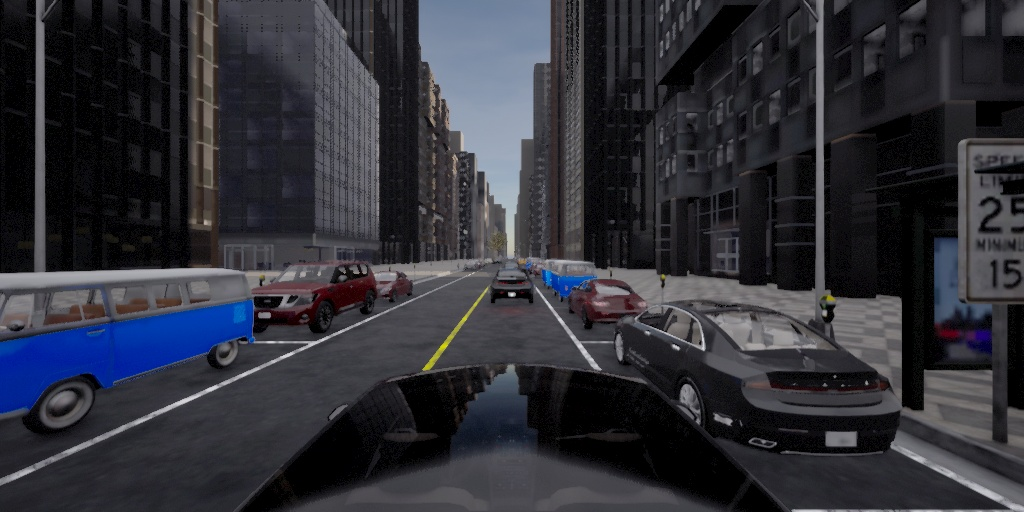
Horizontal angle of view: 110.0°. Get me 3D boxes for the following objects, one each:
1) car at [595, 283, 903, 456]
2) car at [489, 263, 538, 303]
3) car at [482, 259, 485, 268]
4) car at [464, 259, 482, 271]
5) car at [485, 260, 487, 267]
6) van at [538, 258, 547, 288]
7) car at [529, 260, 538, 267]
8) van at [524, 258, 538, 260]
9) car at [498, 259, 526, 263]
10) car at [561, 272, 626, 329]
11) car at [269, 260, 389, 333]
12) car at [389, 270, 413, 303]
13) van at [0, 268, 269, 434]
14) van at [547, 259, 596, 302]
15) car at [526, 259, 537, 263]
[{"bbox_3d":[2.763,1.298,5.189,2.007,1.370,4.403,0,0,0],"label":"car"},{"bbox_3d":[0.000,1.266,16.500,1.837,1.490,4.892,0,0,0],"label":"car"},{"bbox_3d":[-5.762,1.214,56.283,1.967,1.591,4.097,0,0,0],"label":"car"},{"bbox_3d":[-5.762,1.320,50.606,2.007,1.370,4.403,0,0,0],"label":"car"},{"bbox_3d":[-5.762,1.304,61.790,1.751,1.417,4.829,0,0,0],"label":"car"},{"bbox_3d":[2.763,1.091,22.221,1.690,1.789,3.998,0,0,0],"label":"van"},{"bbox_3d":[2.763,1.339,33.575,1.802,1.307,4.207,0,0,0],"label":"car"},{"bbox_3d":[2.763,1.106,44.931,1.690,1.789,3.998,0,0,0],"label":"van"},{"bbox_3d":[0.000,1.273,31.501,1.837,1.490,4.892,0,0,0],"label":"car"},{"bbox_3d":[2.763,1.330,10.866,1.802,1.307,4.207,0,0,0],"label":"car"},{"bbox_3d":[-5.762,1.062,10.864,2.192,1.841,5.009,0,0,0],"label":"car"},{"bbox_3d":[-5.763,1.330,16.542,1.802,1.307,4.207,0,0,0],"label":"car"},{"bbox_3d":[-5.763,1.088,5.187,1.690,1.789,3.998,0,0,0],"label":"van"},{"bbox_3d":[2.763,1.089,16.544,1.690,1.789,3.998,0,0,0],"label":"van"},{"bbox_3d":[2.763,1.343,39.253,1.802,1.307,4.207,0,0,0],"label":"car"}]
